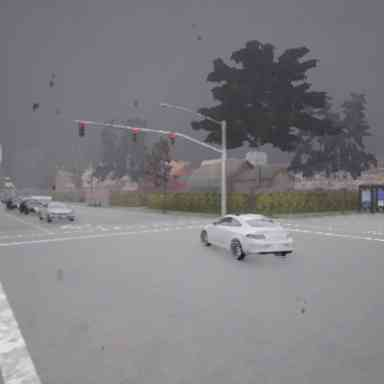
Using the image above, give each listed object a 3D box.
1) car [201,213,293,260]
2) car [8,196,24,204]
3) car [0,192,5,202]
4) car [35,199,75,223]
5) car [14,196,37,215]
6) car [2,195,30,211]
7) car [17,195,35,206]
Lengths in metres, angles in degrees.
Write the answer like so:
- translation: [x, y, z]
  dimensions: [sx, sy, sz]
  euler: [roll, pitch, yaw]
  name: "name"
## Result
- translation: [1.877, 1.523, 12.433]
  dimensions: [1.812, 1.442, 4.674]
  euler: [0, 0, -19]
  name: "car"
- translation: [-34.382, 1.520, 64.900]
  dimensions: [2.128, 1.511, 4.902]
  euler: [0, 0, -36]
  name: "car"
- translation: [-33.841, 1.034, 58.192]
  dimensions: [2.150, 2.045, 5.566]
  euler: [0, 0, -36]
  name: "car"
- translation: [-10.654, 1.526, 26.060]
  dimensions: [1.812, 1.442, 4.674]
  euler: [0, 0, -36]
  name: "car"
- translation: [-16.057, 1.493, 33.501]
  dimensions: [2.128, 1.511, 4.902]
  euler: [0, 0, -36]
  name: "car"
- translation: [-21.824, 1.494, 41.464]
  dimensions: [2.128, 1.511, 4.902]
  euler: [0, 0, -36]
  name: "car"
- translation: [-28.480, 1.354, 56.932]
  dimensions: [2.097, 1.767, 4.553]
  euler: [0, 0, -36]
  name: "car"
